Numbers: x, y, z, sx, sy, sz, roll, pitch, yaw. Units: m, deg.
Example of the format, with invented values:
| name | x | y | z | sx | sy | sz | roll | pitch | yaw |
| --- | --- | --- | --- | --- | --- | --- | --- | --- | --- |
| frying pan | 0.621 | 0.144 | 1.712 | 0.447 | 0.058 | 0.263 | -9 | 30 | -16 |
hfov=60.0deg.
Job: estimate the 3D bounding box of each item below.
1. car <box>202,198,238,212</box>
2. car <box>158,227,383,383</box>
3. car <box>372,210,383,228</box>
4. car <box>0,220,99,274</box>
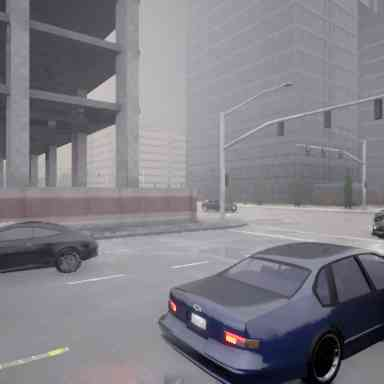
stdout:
| name | x | y | z | sx | sy | sz | roll | pitch | yaw |
| --- | --- | --- | --- | --- | --- | --- | --- | --- | --- |
| car | 3.053 | 1.504 | 37.394 | 1.837 | 1.490 | 4.892 | 0 | 0 | -36 |
| car | 2.130 | 1.547 | 5.310 | 5.357 | 1.411 | 2.033 | 0 | 0 | -35 |
| car | 10.831 | 1.547 | 16.207 | 5.357 | 1.411 | 2.033 | 0 | 0 | -37 |
| car | -4.929 | 1.526 | 9.081 | 4.674 | 1.442 | 1.812 | 0 | 0 | -36 |
